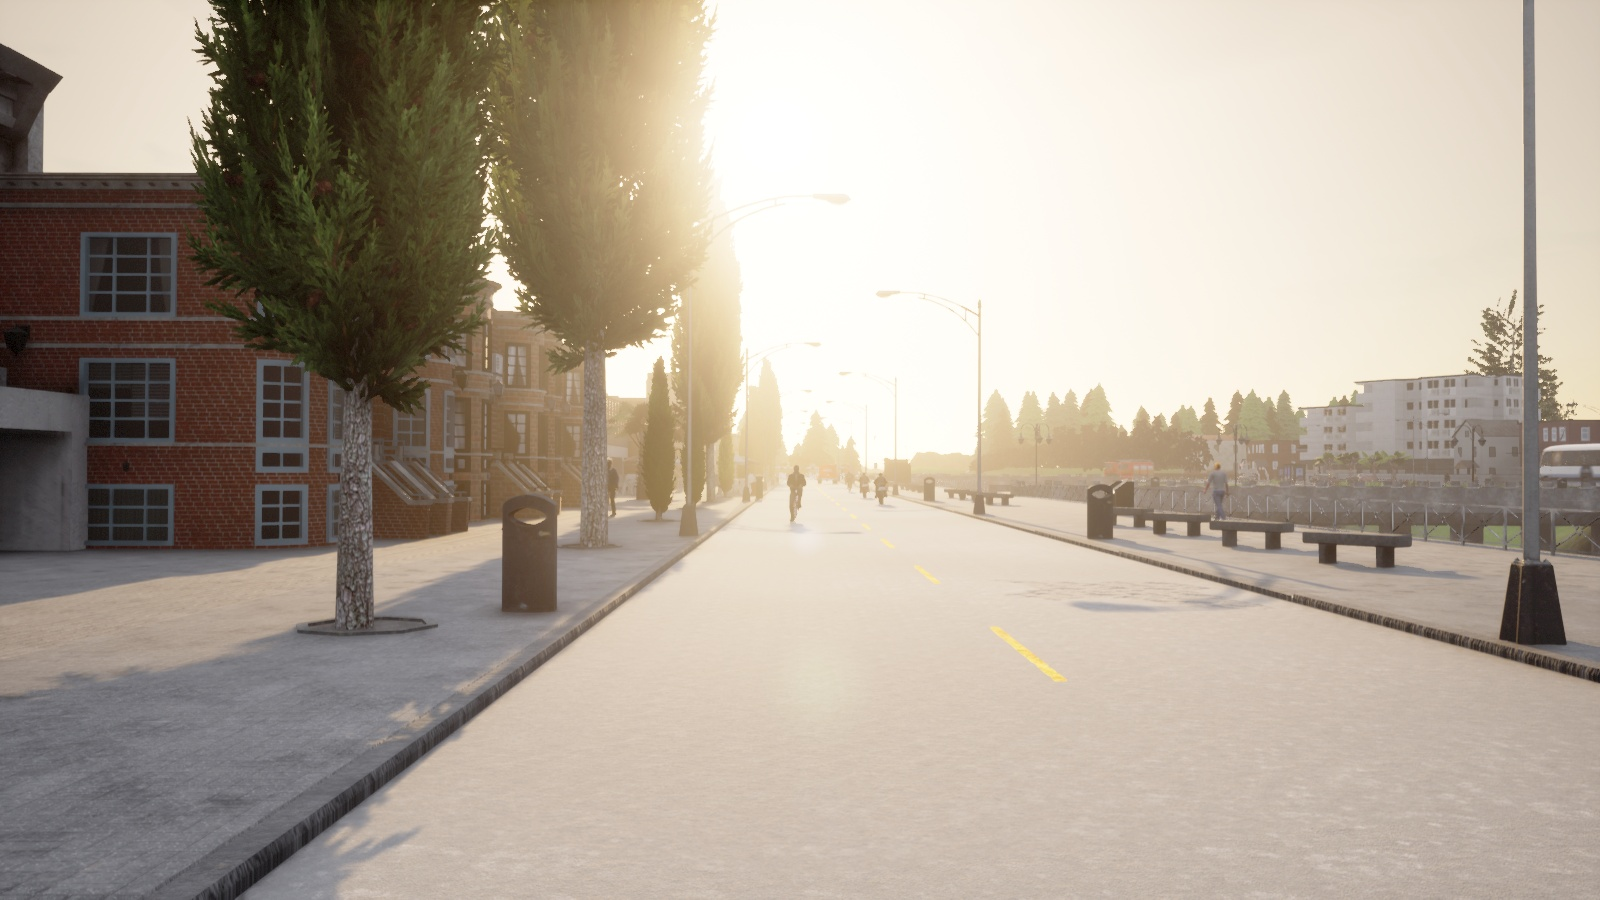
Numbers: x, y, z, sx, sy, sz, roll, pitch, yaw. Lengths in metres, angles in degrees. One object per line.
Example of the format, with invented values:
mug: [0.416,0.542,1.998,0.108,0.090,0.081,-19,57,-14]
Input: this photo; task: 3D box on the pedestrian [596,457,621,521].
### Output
pedestrian: [-5.960,1.209,39.126,0.423,1.949,0.788,-1,-1,22]

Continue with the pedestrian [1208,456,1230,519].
pedestrian: [12.245,1.097,36.707,0.354,1.836,0.706,0,-1,-2]

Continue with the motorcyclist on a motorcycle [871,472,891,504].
motorcyclist on a motorcycle: [3.838,1.792,59.688,0.797,1.523,2.044,0,-1,0]
